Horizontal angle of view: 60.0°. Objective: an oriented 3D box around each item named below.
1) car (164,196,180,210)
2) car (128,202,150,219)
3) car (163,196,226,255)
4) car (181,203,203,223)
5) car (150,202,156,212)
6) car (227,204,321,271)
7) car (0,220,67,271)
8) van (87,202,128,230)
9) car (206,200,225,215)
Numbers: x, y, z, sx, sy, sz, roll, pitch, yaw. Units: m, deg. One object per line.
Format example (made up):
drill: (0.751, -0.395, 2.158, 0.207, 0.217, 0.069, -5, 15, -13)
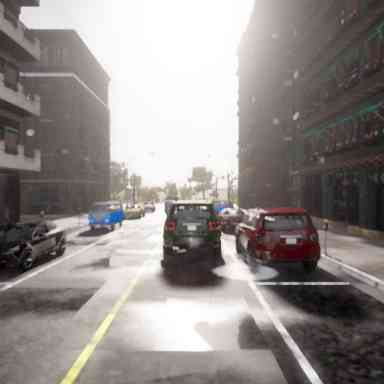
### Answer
car: (-3.002, 1.682, 51.722, 2.150, 2.045, 5.566, 0, -1, 0)
car: (-5.705, 1.834, 33.202, 1.752, 1.417, 4.829, -1, -1, 0)
car: (0.001, 1.349, 14.046, 2.150, 2.045, 5.566, 0, 0, 0)
car: (0.003, 1.799, 29.385, 1.812, 1.442, 4.674, 0, 0, 0)
car: (-5.802, 1.992, 44.413, 1.802, 1.307, 4.206, -1, -1, 0)
car: (2.671, 1.422, 11.327, 2.192, 1.841, 5.009, -1, -1, 0)
car: (-5.704, 1.673, 11.275, 1.947, 1.339, 4.313, -1, -1, 0)
van: (-5.708, 1.550, 22.326, 1.690, 1.788, 3.998, -1, -1, 0)
car: (2.672, 1.801, 38.945, 1.967, 1.590, 4.097, -1, -1, 0)
